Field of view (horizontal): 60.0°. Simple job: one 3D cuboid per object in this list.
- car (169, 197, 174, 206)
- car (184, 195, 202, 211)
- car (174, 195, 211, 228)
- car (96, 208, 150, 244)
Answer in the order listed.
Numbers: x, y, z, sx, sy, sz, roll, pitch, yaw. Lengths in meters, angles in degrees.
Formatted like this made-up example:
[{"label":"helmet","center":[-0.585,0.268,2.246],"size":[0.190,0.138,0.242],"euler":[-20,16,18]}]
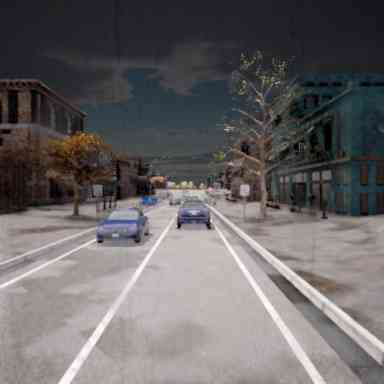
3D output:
[{"label":"car","center":[-3.019,1.635,57.982],"size":[2.128,1.511,4.902],"euler":[0,0,1]},{"label":"car","center":[0.116,1.304,39.886],"size":[2.097,1.767,4.553],"euler":[0,0,0]},{"label":"car","center":[0.108,1.323,22.206],"size":[2.097,1.767,4.553],"euler":[0,0,0]},{"label":"car","center":[-3.093,1.505,15.736],"size":[1.812,1.442,4.674],"euler":[0,0,0]}]
